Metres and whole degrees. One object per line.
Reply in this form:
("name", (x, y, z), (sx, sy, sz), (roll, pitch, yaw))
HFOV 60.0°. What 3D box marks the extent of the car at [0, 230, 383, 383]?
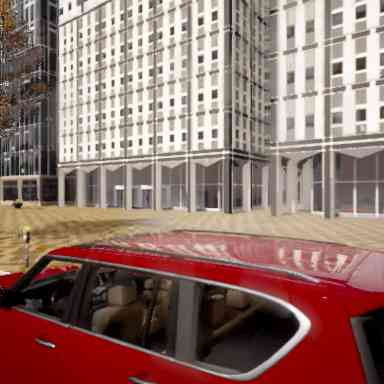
("car", (-0.471, 1.316, 3.205), (5.009, 1.841, 2.192), (0, 0, 35))
